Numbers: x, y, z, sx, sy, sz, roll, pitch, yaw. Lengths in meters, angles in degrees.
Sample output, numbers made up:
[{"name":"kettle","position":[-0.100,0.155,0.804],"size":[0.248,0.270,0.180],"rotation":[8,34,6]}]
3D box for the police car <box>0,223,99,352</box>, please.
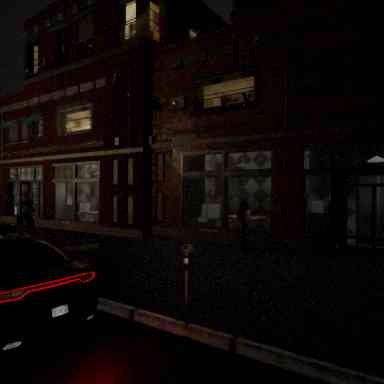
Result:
[{"name":"police car","position":[-3.908,1.424,6.074],"size":[5.238,1.638,1.930],"rotation":[0,0,36]}]
